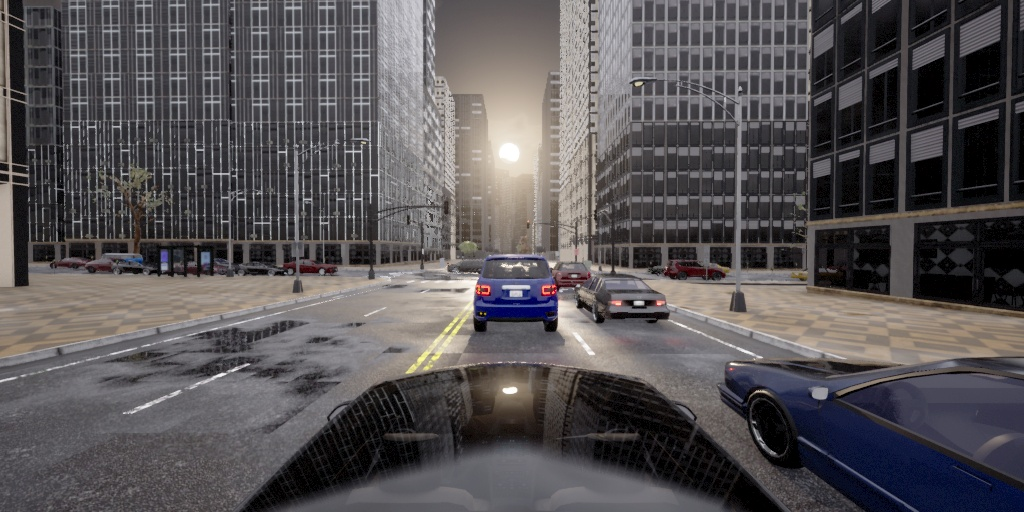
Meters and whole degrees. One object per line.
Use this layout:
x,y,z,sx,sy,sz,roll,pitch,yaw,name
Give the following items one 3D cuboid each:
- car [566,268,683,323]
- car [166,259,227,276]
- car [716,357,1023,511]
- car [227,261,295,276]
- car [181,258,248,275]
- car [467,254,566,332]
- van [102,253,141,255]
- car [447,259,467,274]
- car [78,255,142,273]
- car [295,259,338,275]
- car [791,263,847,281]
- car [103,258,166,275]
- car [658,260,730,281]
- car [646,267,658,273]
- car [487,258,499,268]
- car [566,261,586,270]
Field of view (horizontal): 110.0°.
3.350,1.293,11.993,2.033,1.411,5.357,0,0,0,car
-28.416,1.137,32.713,4.207,1.307,1.802,0,0,1,car
3.350,1.297,1.813,2.033,1.411,5.357,0,0,1,car
-22.732,1.173,32.580,4.313,1.339,1.948,0,0,1,car
-29.269,0.995,35.422,4.902,1.511,2.128,1,1,1,car
0.097,0.967,10.990,2.150,2.045,5.566,0,0,0,car
-45.288,0.604,41.547,3.998,1.789,1.690,0,0,1,van
-4.394,1.182,38.142,4.892,1.490,1.837,0,1,1,car
-39.541,0.936,35.635,4.674,1.442,1.812,1,1,1,car
-19.767,1.068,35.228,5.008,1.535,1.882,1,1,0,car
27.641,1.578,31.855,4.829,1.417,1.751,0,0,1,car
-34.097,1.069,32.887,4.313,1.339,1.948,0,0,1,car
16.192,1.268,32.052,5.009,1.841,2.192,0,0,1,car
16.765,1.466,37.820,4.718,1.301,1.895,1,1,1,car
-3.319,1.180,62.961,1.882,1.535,5.008,0,0,0,car
3.348,1.092,21.400,2.097,1.767,4.553,0,0,0,car
